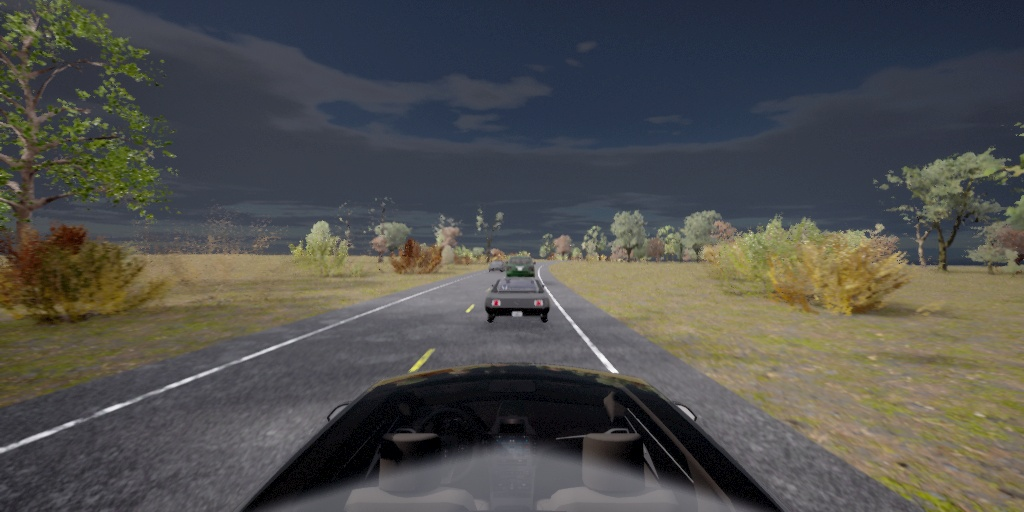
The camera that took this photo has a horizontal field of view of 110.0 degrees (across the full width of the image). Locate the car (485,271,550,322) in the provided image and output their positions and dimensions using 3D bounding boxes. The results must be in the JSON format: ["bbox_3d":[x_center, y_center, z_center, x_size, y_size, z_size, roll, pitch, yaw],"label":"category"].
[{"bbox_3d":[0.205,1.379,12.442,1.895,1.301,4.718,0,0,1],"label":"car"}]

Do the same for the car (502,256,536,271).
[{"bbox_3d":[0.700,1.040,28.237,2.150,2.045,5.566,0,0,3],"label":"car"}]

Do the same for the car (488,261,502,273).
[{"bbox_3d":[-1.914,1.373,46.336,1.837,1.490,4.892,0,0,4],"label":"car"}]
